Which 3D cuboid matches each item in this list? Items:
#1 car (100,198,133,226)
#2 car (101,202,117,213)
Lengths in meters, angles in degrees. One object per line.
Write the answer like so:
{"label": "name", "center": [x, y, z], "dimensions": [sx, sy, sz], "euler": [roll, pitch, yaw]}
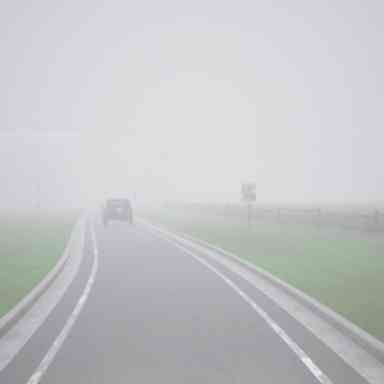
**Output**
{"label": "car", "center": [-6.008, 1.502, 26.456], "dimensions": [2.150, 2.045, 5.566], "euler": [0, 0, -17]}
{"label": "car", "center": [-11.357, 2.053, 45.161], "dimensions": [1.994, 1.385, 4.181], "euler": [0, 0, -15]}
